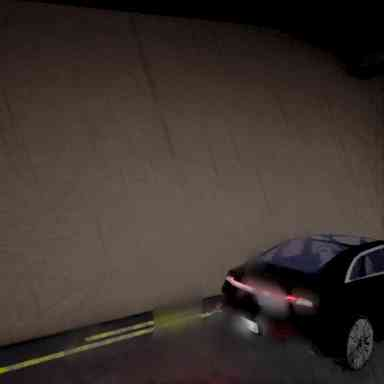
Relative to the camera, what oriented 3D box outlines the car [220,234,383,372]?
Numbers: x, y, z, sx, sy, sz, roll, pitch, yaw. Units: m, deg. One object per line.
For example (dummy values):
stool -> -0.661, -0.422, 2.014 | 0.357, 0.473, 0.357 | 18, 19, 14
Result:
car -> 2.708, 1.488, 5.679 | 4.902, 1.511, 2.128 | 0, 0, -36
